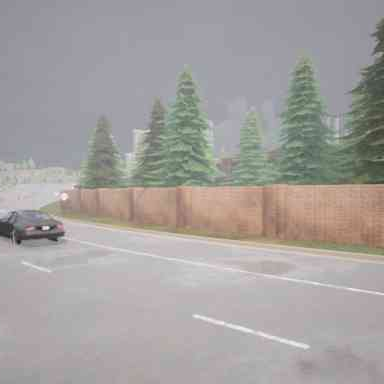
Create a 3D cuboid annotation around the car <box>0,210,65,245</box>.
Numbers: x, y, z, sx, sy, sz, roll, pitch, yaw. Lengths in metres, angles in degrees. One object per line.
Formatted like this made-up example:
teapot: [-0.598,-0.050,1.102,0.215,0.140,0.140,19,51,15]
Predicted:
car: [-7.913,1.576,15.824,2.033,1.411,5.357,0,0,-44]
